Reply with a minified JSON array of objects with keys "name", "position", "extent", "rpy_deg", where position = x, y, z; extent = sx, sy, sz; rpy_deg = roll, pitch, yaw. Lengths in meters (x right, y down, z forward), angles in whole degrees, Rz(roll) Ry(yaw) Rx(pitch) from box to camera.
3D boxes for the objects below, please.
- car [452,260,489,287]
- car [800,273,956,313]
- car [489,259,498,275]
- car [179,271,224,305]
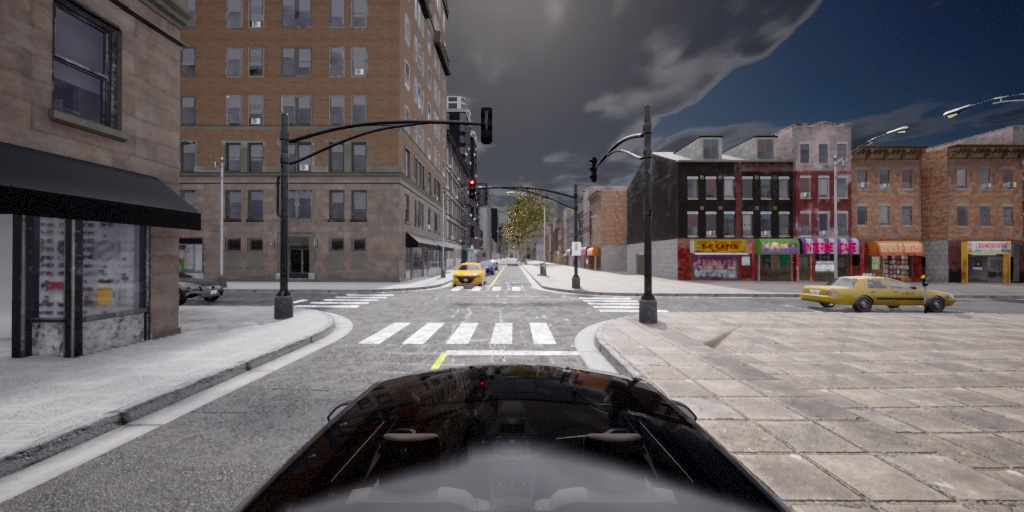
[{"name":"car","position":[-2.850,1.218,24.601],"extent":[1.882,1.535,5.008],"rpy_deg":[0,0,0]},{"name":"car","position":[13.881,1.346,13.694],"extent":[4.829,1.417,1.751],"rpy_deg":[0,0,0]},{"name":"car","position":[-2.858,1.209,38.161],"extent":[1.882,1.535,5.008],"rpy_deg":[0,0,0]},{"name":"car","position":[-14.412,1.195,14.520],"extent":[4.674,1.442,1.812],"rpy_deg":[0,0,0]}]
